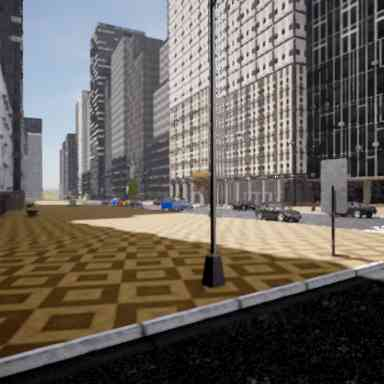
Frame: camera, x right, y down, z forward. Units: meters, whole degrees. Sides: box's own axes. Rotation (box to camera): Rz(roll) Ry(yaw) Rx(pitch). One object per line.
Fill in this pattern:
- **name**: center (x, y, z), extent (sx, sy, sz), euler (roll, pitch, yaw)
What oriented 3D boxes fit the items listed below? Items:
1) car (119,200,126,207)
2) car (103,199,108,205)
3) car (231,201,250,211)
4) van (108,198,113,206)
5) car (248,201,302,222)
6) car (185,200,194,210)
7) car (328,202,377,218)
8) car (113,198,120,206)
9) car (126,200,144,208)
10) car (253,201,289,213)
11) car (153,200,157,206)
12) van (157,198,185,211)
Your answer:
- **car**: center (-12.623, 2.312, 66.738), extent (1.752, 1.417, 4.829), euler (-1, 0, -26)
- **car**: center (-22.415, 2.722, 87.180), extent (1.887, 1.381, 4.507), euler (-1, 0, -26)
- **car**: center (7.012, 1.847, 45.151), extent (1.947, 1.339, 4.313), euler (-1, 0, -26)
- **van**: center (-17.560, 2.324, 77.036), extent (1.690, 1.788, 3.998), euler (-1, 0, -26)
- **car**: center (6.745, 1.605, 26.311), extent (2.008, 1.369, 4.403), euler (-1, 0, -26)
- **car**: center (-1.312, 1.954, 49.216), extent (1.812, 1.442, 4.674), euler (0, -1, -25)
- **car**: center (14.302, 1.563, 29.933), extent (2.008, 1.369, 4.403), euler (-1, 0, -26)
- **car**: center (-15.125, 2.430, 71.964), extent (1.887, 1.381, 4.507), euler (-1, 0, -26)
- **car**: center (-10.265, 2.245, 61.819), extent (2.008, 1.369, 4.403), euler (-1, 0, -26)
- **car**: center (9.442, 1.757, 40.078), extent (1.947, 1.339, 4.313), euler (-1, 0, -26)
- **car**: center (-7.567, 2.425, 75.585), extent (1.802, 1.307, 4.206), euler (-2, 0, -26)
- **van**: center (-2.981, 1.756, 46.603), extent (1.690, 1.788, 3.998), euler (-1, 0, -26)
